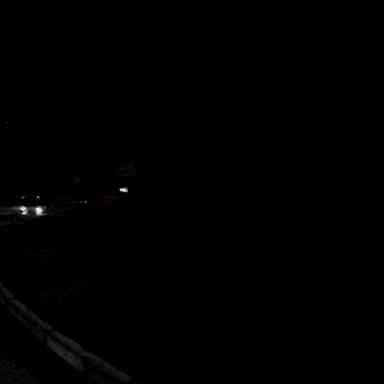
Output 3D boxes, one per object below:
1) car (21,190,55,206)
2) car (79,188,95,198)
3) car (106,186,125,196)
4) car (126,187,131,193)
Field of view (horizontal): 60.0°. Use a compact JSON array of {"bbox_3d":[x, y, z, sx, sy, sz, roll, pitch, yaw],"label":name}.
[{"bbox_3d":[-17.054,0.582,36.933,2.097,1.767,4.553,0,1,-1],"label":"car"},{"bbox_3d":[-17.418,0.156,55.015,2.128,1.511,4.902,0,2,-1],"label":"car"},{"bbox_3d":[-14.243,-0.014,60.584,2.128,1.511,4.902,0,2,-1],"label":"car"},{"bbox_3d":[-14.456,-0.466,70.997,1.812,1.442,4.674,0,2,-1],"label":"car"}]
